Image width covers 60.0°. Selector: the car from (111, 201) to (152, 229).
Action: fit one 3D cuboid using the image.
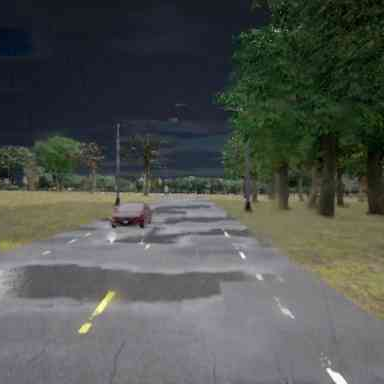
[{"bbox_3d":[-3.602,1.326,20.544,1.882,1.535,5.008,0,1,0],"label":"car"}]
